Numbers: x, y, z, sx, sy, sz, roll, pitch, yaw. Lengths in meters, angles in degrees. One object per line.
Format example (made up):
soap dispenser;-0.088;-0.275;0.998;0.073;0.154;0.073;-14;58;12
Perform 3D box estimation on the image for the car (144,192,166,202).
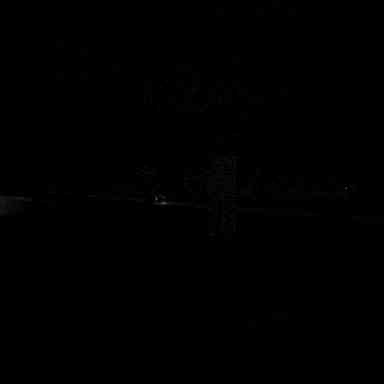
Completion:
car;-6.286;0.802;56.368;2.097;1.767;4.553;1;1;-35
